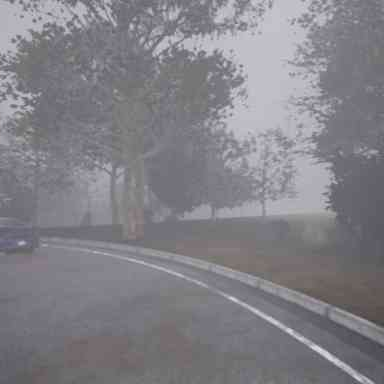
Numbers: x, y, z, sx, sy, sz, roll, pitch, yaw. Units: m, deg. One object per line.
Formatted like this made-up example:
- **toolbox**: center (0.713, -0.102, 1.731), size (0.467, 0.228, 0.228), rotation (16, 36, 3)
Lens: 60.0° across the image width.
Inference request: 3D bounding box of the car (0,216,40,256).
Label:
- **car**: center (-7.972, 1.659, 12.834), size (5.008, 1.535, 1.882), rotation (-1, -1, 33)
